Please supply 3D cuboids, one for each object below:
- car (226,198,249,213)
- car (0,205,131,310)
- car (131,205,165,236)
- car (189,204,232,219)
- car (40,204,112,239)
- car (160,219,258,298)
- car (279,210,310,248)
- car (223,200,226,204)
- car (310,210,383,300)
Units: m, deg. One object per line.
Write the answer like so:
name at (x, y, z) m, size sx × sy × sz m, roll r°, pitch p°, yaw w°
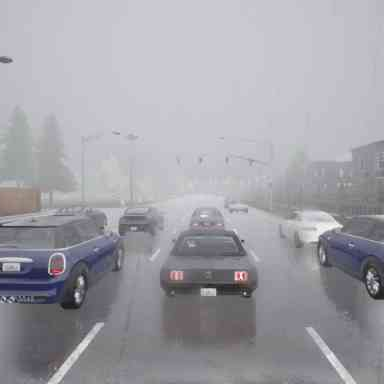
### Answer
car at (5.047, 1.601, 36.529) m, size 1.895 × 1.301 × 4.718 m, roll 0°, pitch 0°, yaw 3°
car at (-3.111, 1.352, 8.032) m, size 2.097 × 1.767 × 4.553 m, roll 0°, pitch 0°, yaw 2°
car at (-2.677, 1.505, 18.269) m, size 1.837 × 1.490 × 4.892 m, roll 0°, pitch 0°, yaw 2°
car at (0.816, 1.547, 18.067) m, size 2.033 × 1.411 × 5.357 m, roll 0°, pitch 0°, yaw 2°
car at (-6.172, 1.491, 18.474) m, size 2.128 × 1.511 × 4.902 m, roll 0°, pitch 0°, yaw 2°
car at (0.411, 1.601, 8.484) m, size 1.895 × 1.301 × 4.718 m, roll 0°, pitch 0°, yaw 2°
car at (5.122, 1.526, 14.546) m, size 1.812 × 1.442 × 4.674 m, roll 0°, pitch 0°, yaw 2°
car at (5.420, 1.547, 46.420) m, size 2.033 × 1.411 × 5.357 m, roll 0°, pitch 0°, yaw 2°
car at (4.866, 1.351, 8.522) m, size 2.097 × 1.767 × 4.553 m, roll 0°, pitch 0°, yaw 2°
